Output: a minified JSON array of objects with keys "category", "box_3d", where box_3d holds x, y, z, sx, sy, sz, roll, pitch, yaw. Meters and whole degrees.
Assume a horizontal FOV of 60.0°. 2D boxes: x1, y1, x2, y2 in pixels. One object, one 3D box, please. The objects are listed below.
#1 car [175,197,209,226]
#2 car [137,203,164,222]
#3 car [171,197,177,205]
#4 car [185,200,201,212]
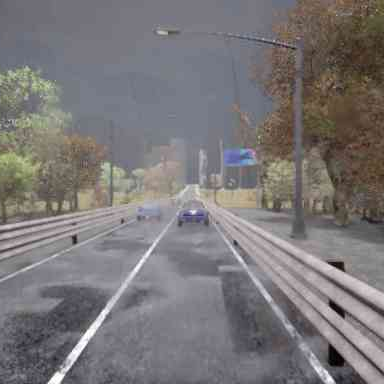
[{"category":"car","box_3d":[0.099,1.447,24.391,2.097,1.767,4.553,0,0,0]},{"category":"car","box_3d":[-3.350,1.639,27.549,1.812,1.442,4.674,0,0,0]},{"category":"car","box_3d":[-3.290,1.870,68.558,2.128,1.511,4.902,0,0,0]},{"category":"car","box_3d":[0.089,1.767,42.730,1.994,1.385,4.181,0,0,0]}]
